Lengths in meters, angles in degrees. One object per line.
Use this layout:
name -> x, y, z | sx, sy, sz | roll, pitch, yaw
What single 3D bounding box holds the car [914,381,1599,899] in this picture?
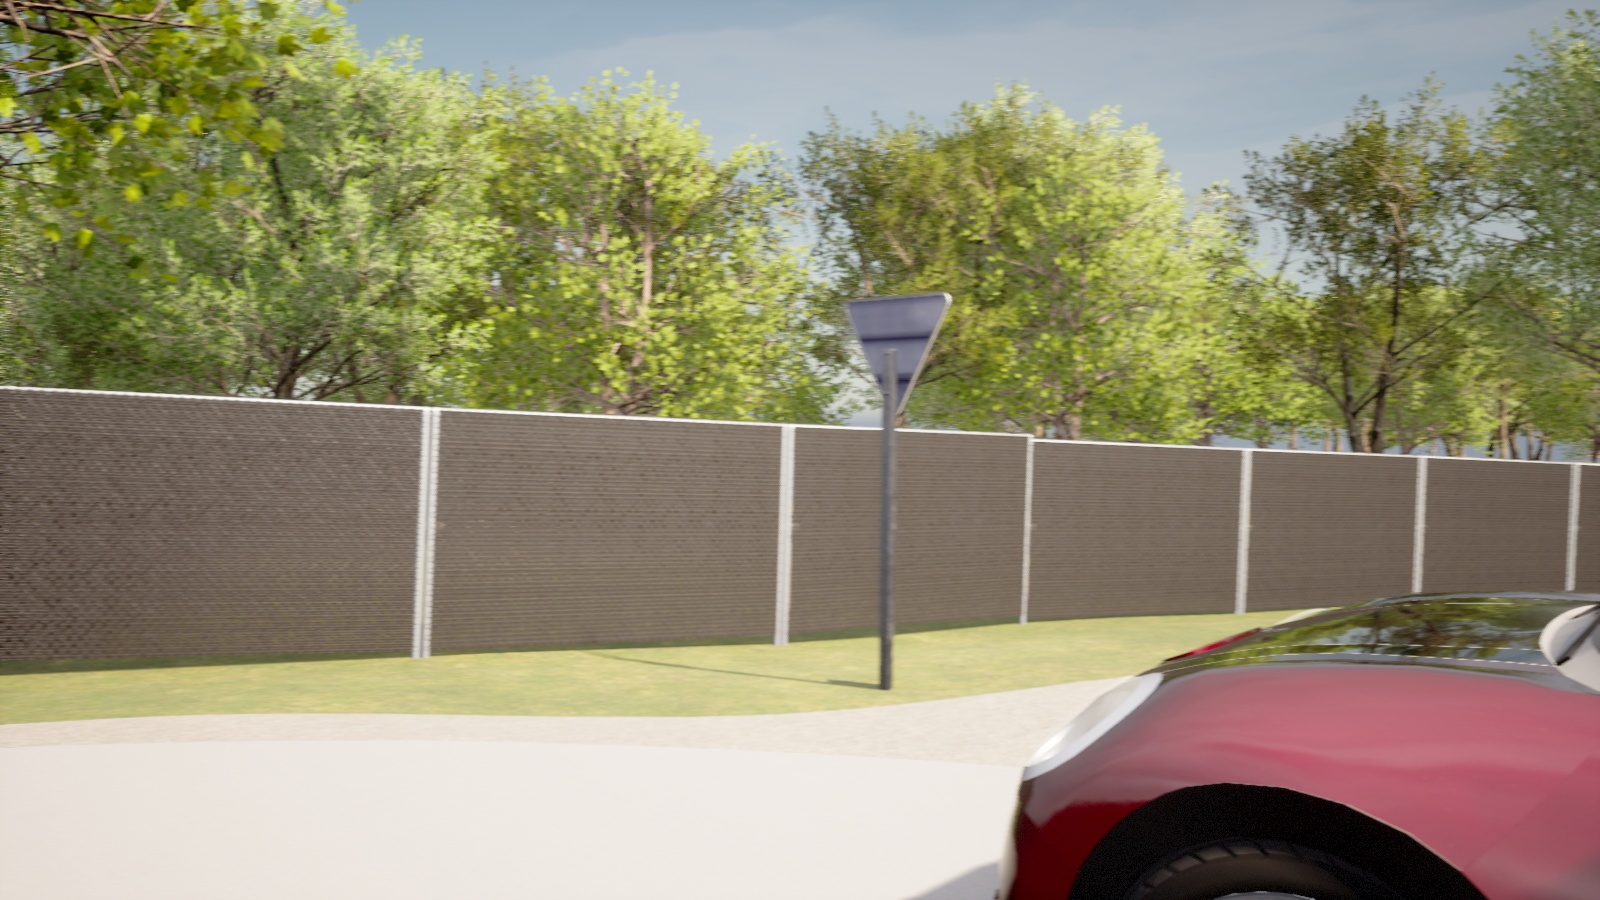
car -> 2.343, 0.617, 2.174 | 3.806, 1.475, 1.970 | 0, 2, 39
